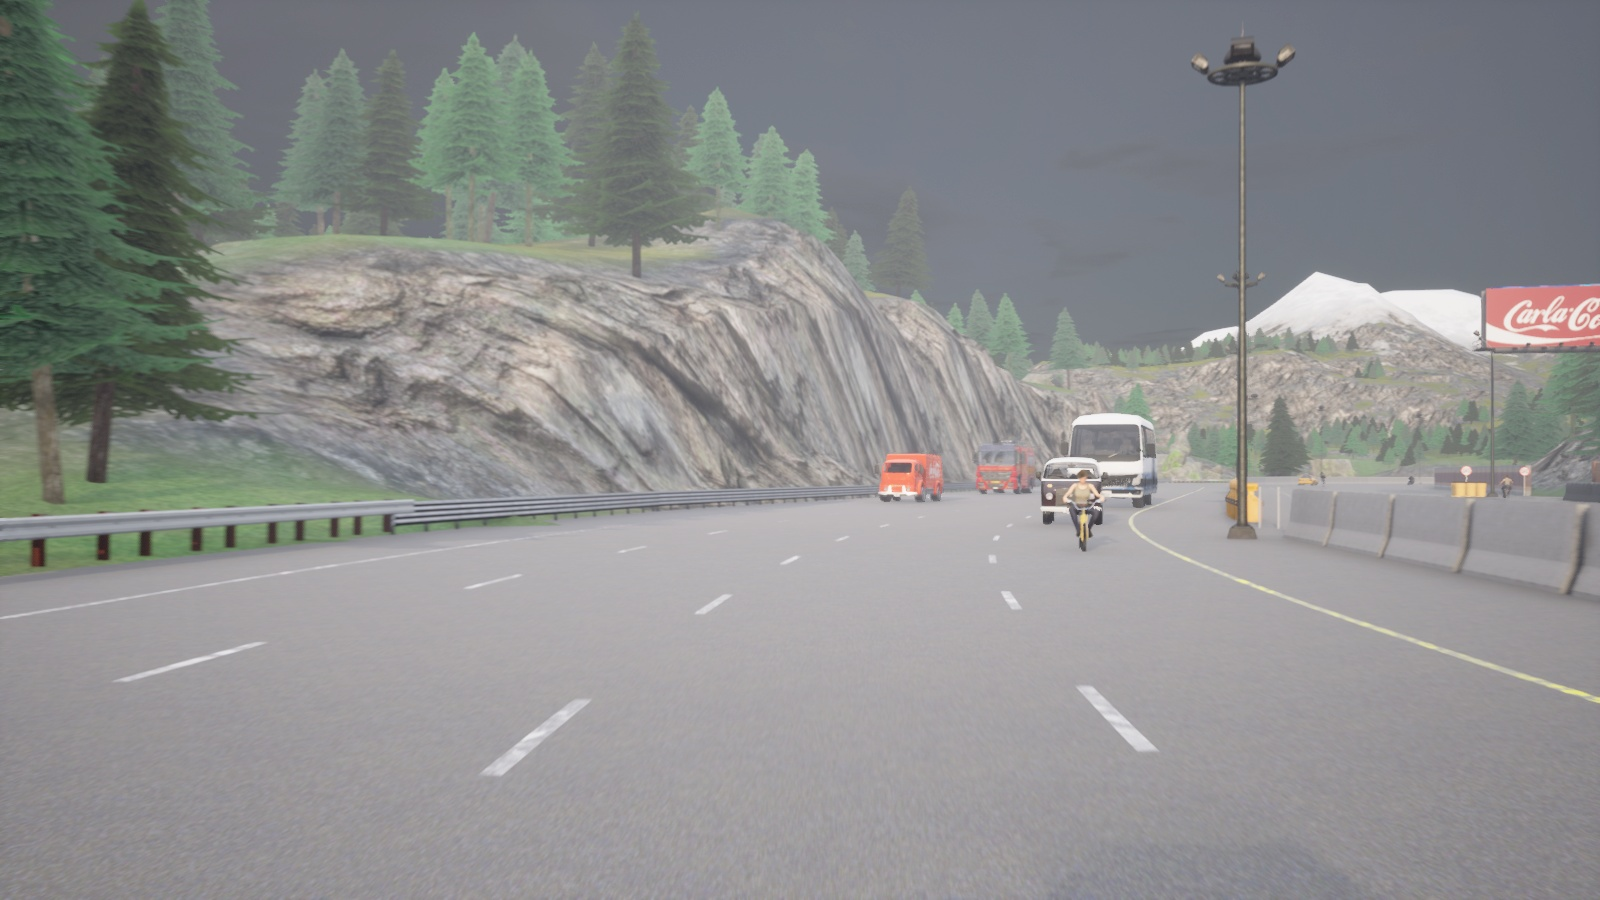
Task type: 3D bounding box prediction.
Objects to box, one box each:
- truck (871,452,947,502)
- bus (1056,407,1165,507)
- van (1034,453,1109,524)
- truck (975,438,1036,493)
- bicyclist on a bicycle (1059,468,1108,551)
[{"bbox_3d":[5.683,1.397,64.696,2.627,2.467,5.204,0,-1,20],"label":"truck"},{"bbox_3d":[14.762,0.393,58.920,3.944,4.253,10.273,0,-1,20],"label":"bus"},{"bbox_3d":[8.398,1.166,38.537,2.069,2.038,4.480,0,-1,14],"label":"van"},{"bbox_3d":[14.932,1.134,90.663,2.891,3.827,8.468,0,-1,20],"label":"truck"},{"bbox_3d":[5.671,1.161,25.192,0.866,1.612,1.509,0,-1,9],"label":"bicyclist on a bicycle"}]
